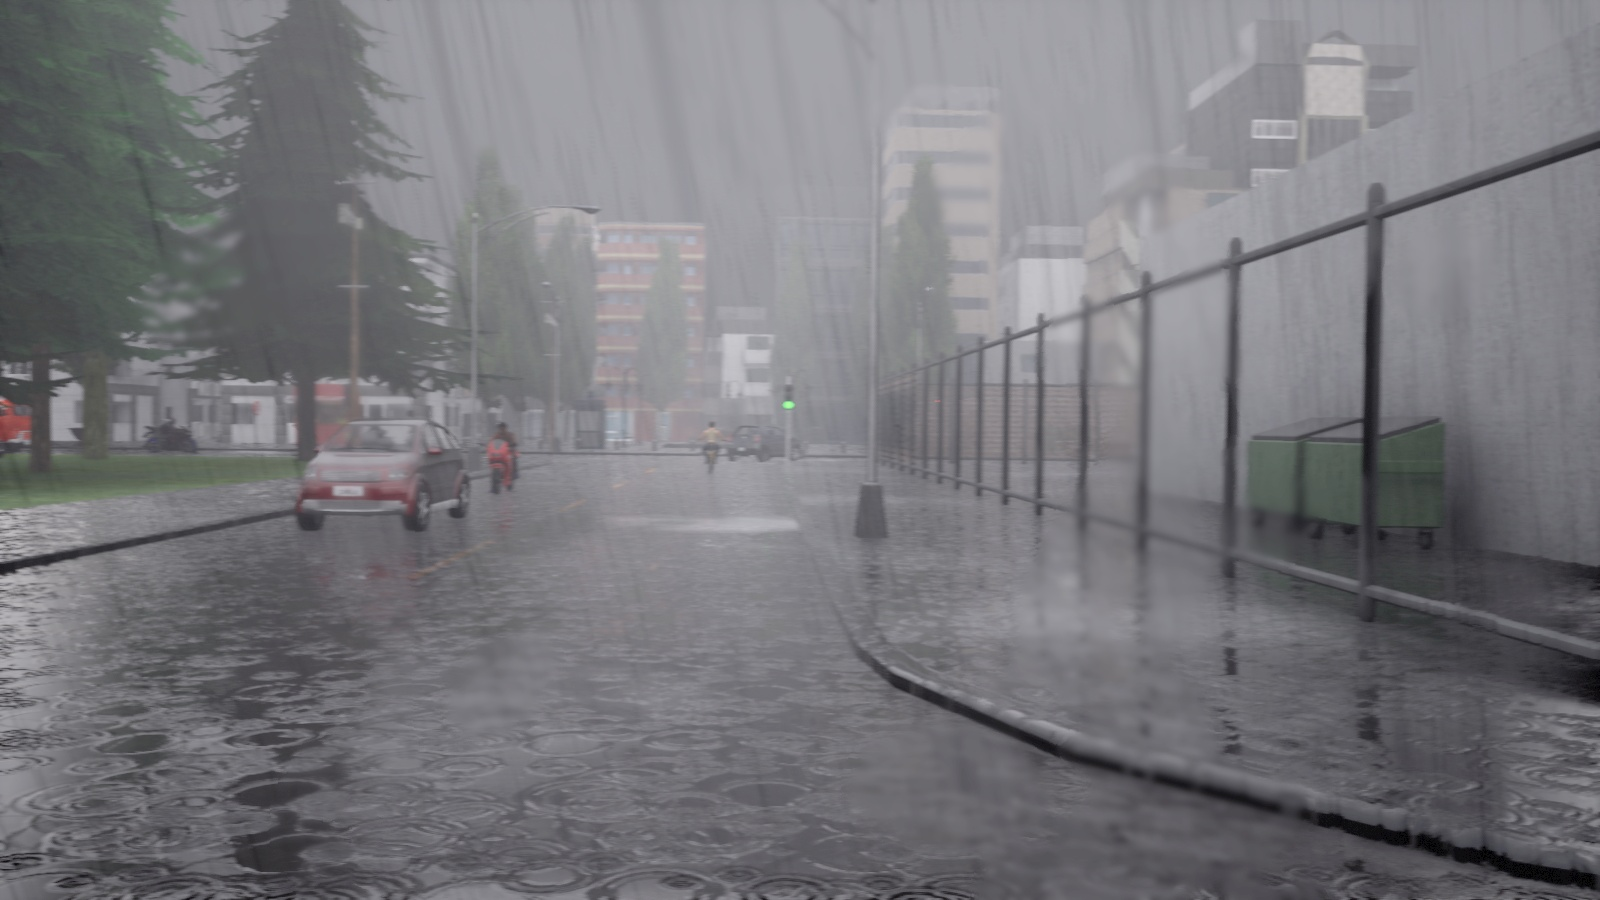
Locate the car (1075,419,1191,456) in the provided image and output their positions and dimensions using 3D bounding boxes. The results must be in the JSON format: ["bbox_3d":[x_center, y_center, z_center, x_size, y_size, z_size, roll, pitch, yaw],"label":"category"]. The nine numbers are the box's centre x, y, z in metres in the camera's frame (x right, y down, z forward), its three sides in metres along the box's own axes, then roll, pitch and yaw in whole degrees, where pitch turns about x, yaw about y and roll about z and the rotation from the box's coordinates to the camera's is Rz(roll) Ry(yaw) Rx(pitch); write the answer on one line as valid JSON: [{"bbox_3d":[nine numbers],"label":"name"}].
[{"bbox_3d":[15.481,-0.588,58.588,4.856,1.649,2.033,-1,1,-2],"label":"car"}]

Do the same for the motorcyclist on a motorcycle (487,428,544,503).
[{"bbox_3d":[-6.062,0.297,26.883,0.797,1.523,2.044,-1,1,-2],"label":"motorcyclist on a motorcycle"}]

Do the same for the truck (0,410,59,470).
[{"bbox_3d":[-34.746,-0.432,53.118,5.204,2.467,2.627,-1,1,-2],"label":"truck"}]

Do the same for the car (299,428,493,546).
[{"bbox_3d":[-5.833,0.457,18.599,1.789,1.549,3.705,-1,1,-2],"label":"car"}]

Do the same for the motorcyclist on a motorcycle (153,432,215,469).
[{"bbox_3d":[-26.184,0.005,53.379,2.191,1.530,0.866,-1,1,-1],"label":"motorcyclist on a motorcycle"}]

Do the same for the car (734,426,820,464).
[{"bbox_3d":[-0.927,-0.228,52.332,1.845,1.501,3.633,0,1,33],"label":"car"}]
